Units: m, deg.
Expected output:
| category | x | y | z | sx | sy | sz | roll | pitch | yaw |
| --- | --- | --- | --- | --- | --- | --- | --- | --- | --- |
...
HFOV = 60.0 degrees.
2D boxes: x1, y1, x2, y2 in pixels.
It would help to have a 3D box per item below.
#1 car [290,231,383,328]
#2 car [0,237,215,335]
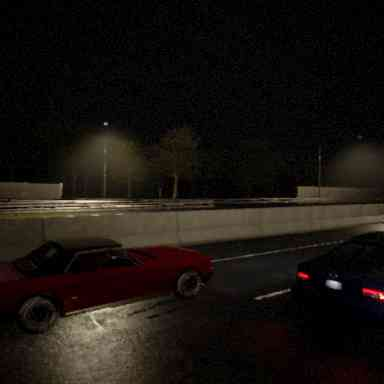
| category | x | y | z | sx | sy | sz | roll | pitch | yaw |
| --- | --- | --- | --- | --- | --- | --- | --- | --- | --- |
| car | 4.336 | 1.547 | 6.841 | 5.357 | 1.411 | 2.033 | 0 | 0 | -36 |
| car | -1.826 | 1.600 | 6.745 | 4.718 | 1.301 | 1.895 | 0 | 0 | -36 |
